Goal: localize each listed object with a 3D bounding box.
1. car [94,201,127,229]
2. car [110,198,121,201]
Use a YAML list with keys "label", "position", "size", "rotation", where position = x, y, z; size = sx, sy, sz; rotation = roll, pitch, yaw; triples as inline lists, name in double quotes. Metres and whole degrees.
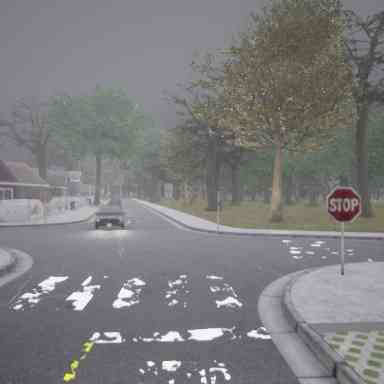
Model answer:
- label: "car"
  position: [-5.309, 1.532, 21.851]
  size: [2.033, 1.411, 5.357]
  rotation: [0, 0, -12]
- label: "car"
  position: [-10.526, 1.553, 45.841]
  size: [2.033, 1.411, 5.357]
  rotation: [0, 0, -12]
